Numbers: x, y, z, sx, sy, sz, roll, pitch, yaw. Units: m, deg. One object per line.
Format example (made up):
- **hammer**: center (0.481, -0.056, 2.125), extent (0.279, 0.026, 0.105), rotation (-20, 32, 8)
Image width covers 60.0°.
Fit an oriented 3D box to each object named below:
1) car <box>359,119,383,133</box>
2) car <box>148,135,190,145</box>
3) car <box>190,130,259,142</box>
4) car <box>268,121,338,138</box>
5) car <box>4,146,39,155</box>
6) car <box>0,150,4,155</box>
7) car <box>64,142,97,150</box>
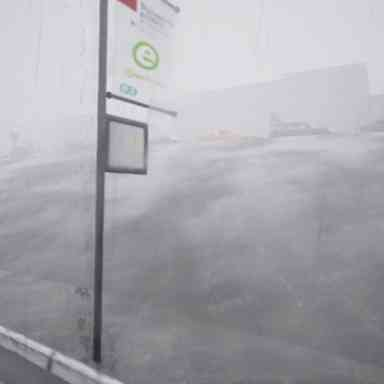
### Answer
- **car**: center (12.474, -3.587, 19.580), extent (4.792, 1.488, 2.163), rotation (2, 1, 29)
- **car**: center (-1.981, -4.057, 28.124), extent (4.674, 1.452, 2.002), rotation (2, 1, 33)
- **car**: center (2.730, -3.938, 25.195), extent (5.008, 1.535, 2.097), rotation (2, 1, 32)
- **car**: center (7.484, -3.905, 22.379), extent (4.553, 1.767, 2.185), rotation (2, 1, 31)
- **car**: center (-20.231, -4.755, 40.407), extent (4.553, 1.767, 2.185), rotation (2, 1, 34)
- **car**: center (-24.773, -4.710, 43.501), extent (4.674, 1.452, 2.002), rotation (2, 1, 34)
- **car**: center (-11.192, -4.385, 34.251), extent (4.892, 1.521, 2.231), rotation (2, 1, 34)
